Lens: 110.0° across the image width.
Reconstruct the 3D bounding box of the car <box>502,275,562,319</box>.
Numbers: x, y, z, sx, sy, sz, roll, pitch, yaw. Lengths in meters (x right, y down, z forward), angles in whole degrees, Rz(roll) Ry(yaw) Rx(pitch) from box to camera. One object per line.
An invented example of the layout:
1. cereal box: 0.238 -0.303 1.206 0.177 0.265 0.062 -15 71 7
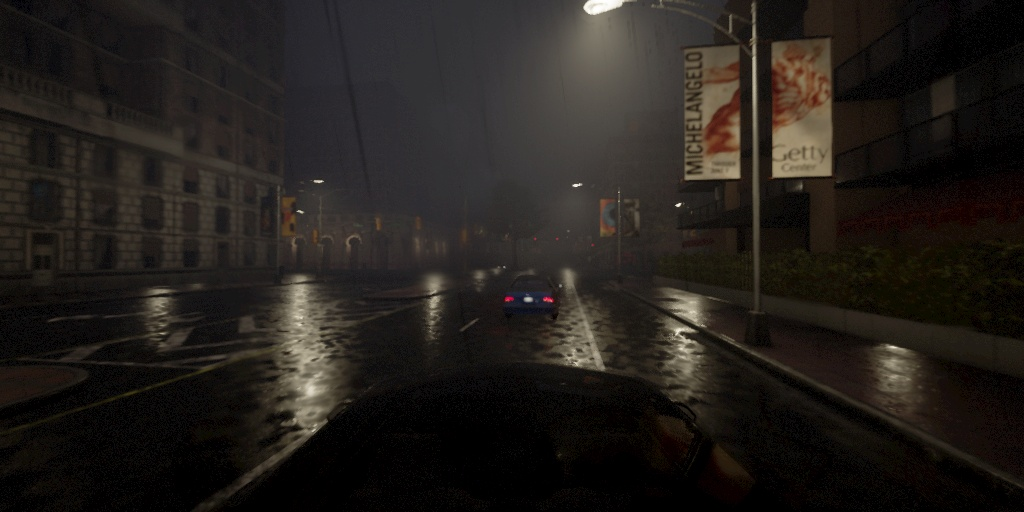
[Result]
1. car: 0.862 1.408 13.489 2.033 1.411 5.357 0 -1 8
